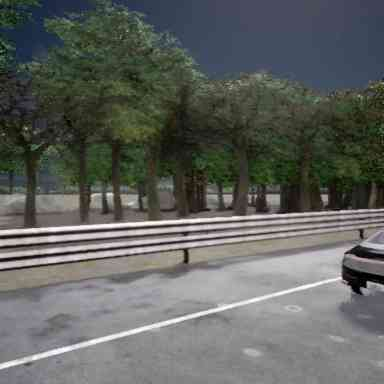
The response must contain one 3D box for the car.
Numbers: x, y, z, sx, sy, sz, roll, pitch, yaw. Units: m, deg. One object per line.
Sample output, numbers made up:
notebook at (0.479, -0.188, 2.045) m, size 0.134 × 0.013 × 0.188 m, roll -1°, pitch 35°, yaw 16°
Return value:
car at (5.303, 1.488, 7.349) m, size 4.902 × 1.511 × 2.128 m, roll 0°, pitch 0°, yaw -34°
